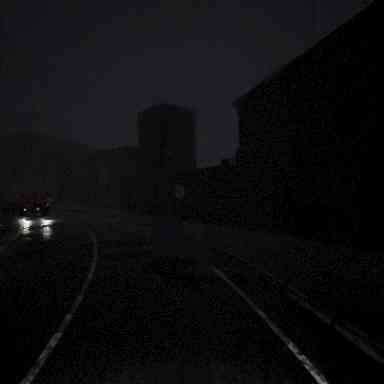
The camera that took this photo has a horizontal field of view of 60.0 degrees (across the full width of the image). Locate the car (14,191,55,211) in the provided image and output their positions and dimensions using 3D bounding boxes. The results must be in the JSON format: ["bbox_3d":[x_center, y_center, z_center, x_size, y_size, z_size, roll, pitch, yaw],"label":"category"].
[{"bbox_3d":[-18.443,0.973,38.776,5.566,2.045,2.150,2,-2,41],"label":"car"}]

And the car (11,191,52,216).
[{"bbox_3d":[-14.248,0.981,29.234,2.150,2.045,5.566,3,-1,-39],"label":"car"}]
